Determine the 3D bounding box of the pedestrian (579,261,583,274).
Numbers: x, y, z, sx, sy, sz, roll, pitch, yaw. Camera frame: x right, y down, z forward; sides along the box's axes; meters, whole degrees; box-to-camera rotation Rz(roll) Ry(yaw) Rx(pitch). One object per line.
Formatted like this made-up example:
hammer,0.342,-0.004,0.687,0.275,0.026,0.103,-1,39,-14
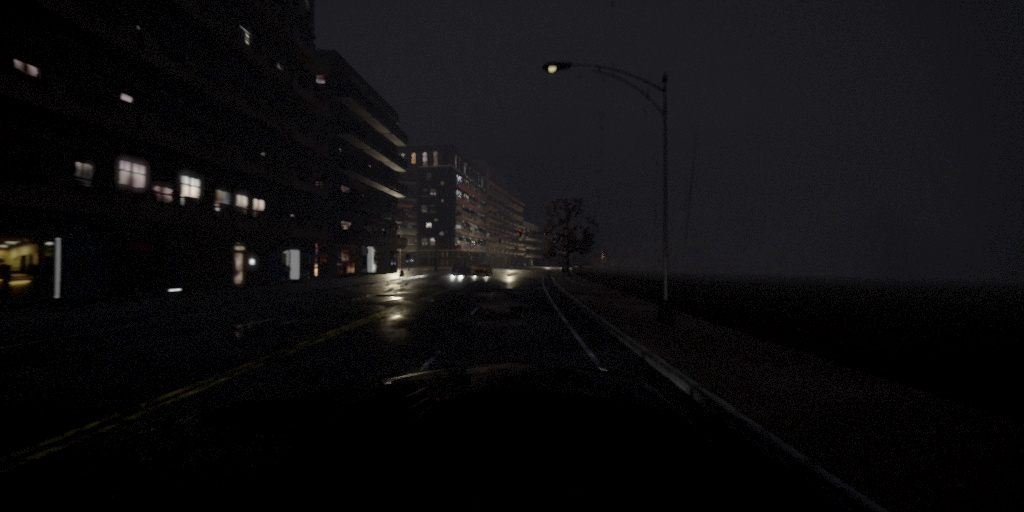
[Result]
pedestrian,9.577,1.545,49.822,0.375,1.860,0.375,0,-1,7

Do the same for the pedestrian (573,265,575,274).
pedestrian,8.516,1.492,49.340,0.375,1.860,0.375,0,-1,7

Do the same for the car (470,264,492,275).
car,-3.912,1.789,48.584,1.882,1.535,5.008,0,-1,7

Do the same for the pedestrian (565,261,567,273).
pedestrian,7.660,1.509,50.647,0.375,1.860,0.375,0,-1,7

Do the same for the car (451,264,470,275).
car,-7.039,1.815,49.841,2.128,1.511,4.902,0,-1,7
